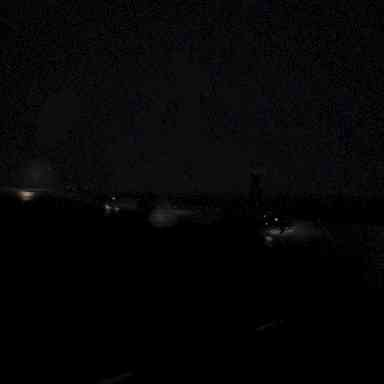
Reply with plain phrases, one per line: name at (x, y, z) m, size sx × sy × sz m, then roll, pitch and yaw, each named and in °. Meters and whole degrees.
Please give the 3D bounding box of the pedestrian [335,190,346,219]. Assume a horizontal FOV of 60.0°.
pedestrian at (9.285, 0.774, 20.961) m, size 0.375 × 1.860 × 0.375 m, roll -1°, pitch 1°, yaw -35°

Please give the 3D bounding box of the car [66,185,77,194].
car at (-21.551, -0.494, 59.435) m, size 1.837 × 1.490 × 4.892 m, roll -3°, pitch 4°, yaw -35°

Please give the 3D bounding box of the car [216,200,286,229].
car at (3.279, 1.200, 19.135) m, size 1.994 × 1.385 × 4.181 m, roll -3°, pitch 4°, yaw -36°

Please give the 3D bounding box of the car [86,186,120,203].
car at (-9.825, 0.376, 37.722) m, size 2.128 × 1.511 × 4.902 m, roll -3°, pitch 4°, yaw -35°

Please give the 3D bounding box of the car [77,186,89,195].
car at (-15.690, -0.196, 51.131) m, size 1.837 × 1.490 × 4.892 m, roll -3°, pitch 4°, yaw -35°

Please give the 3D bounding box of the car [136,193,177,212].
car at (-3.051, 0.835, 28.115) m, size 1.994 × 1.385 × 4.181 m, roll -3°, pitch 4°, yaw -35°
